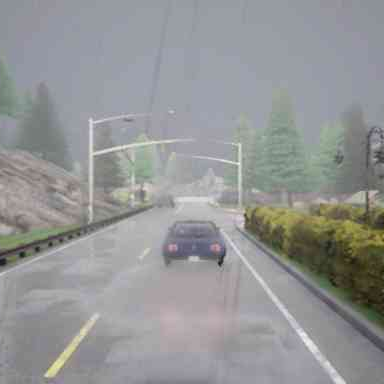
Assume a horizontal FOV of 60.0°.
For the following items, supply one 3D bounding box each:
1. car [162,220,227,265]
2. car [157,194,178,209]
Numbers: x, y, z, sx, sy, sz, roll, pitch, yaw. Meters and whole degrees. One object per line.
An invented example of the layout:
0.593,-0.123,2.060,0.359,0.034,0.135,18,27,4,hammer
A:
0.075,1.621,11.689,1.895,1.301,4.718,0,0,0,car
-3.575,1.302,46.646,2.150,2.045,5.566,0,0,0,car
